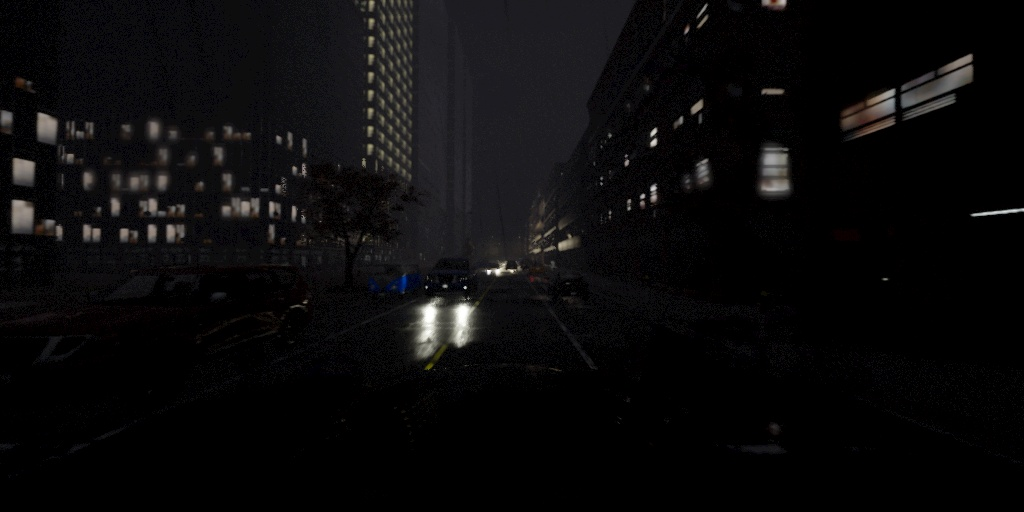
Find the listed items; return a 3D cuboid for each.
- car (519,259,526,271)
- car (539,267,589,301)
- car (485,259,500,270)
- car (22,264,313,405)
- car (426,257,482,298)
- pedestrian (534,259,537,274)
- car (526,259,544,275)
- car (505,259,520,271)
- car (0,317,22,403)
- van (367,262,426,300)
[{"bbox_3d":[2.605,1.517,57.339,1.967,1.591,4.097,0,0,0],"label":"car"},{"bbox_3d":[2.666,1.413,17.811,2.007,1.370,4.403,0,0,0],"label":"car"},{"bbox_3d":[-3.111,1.682,61.541,1.895,1.301,4.718,0,0,0],"label":"car"},{"bbox_3d":[-5.696,1.072,6.486,2.192,1.841,5.009,0,0,0],"label":"car"},{"bbox_3d":[-3.098,1.071,19.424,2.150,2.045,5.566,0,-1,0],"label":"car"},{"bbox_3d":[2.936,1.312,45.653,0.375,1.860,0.375,1,-1,0],"label":"pedestrian"},{"bbox_3d":[2.940,1.458,42.651,1.801,1.575,5.366,0,0,0],"label":"car"},{"bbox_3d":[-0.073,1.582,57.949,1.837,1.490,4.892,0,0,0],"label":"car"},{"bbox_3d":[-5.688,1.035,0.839,2.192,1.841,5.009,0,0,0],"label":"car"},{"bbox_3d":[-5.714,1.168,17.778,1.690,1.789,3.998,0,0,0],"label":"van"}]
